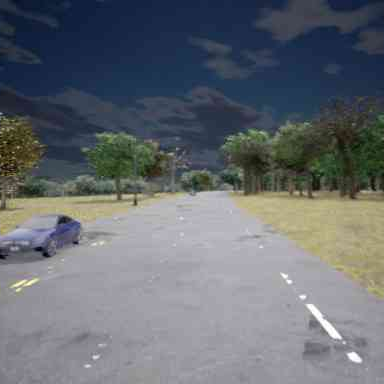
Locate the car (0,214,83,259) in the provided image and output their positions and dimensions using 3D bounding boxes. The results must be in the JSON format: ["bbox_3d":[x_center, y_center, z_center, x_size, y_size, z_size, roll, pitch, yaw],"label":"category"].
[{"bbox_3d":[-5.881,1.640,13.438,1.812,1.442,4.674,-1,0,1],"label":"car"}]

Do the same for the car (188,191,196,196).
[{"bbox_3d":[0.070,0.457,93.104,1.837,1.490,4.892,-1,2,5],"label":"car"}]
